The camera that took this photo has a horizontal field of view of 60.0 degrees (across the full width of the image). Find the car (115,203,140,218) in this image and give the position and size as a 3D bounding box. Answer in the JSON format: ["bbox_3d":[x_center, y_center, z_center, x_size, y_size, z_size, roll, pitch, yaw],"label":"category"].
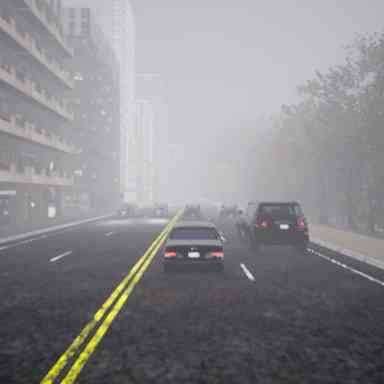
[{"bbox_3d":[-6.606,1.883,34.558,2.128,1.511,4.902,0,-1,0],"label":"car"}]

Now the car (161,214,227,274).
[{"bbox_3d":[0.065,1.671,10.950,2.033,1.411,5.357,0,-1,0],"label":"car"}]

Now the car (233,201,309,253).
[{"bbox_3d":[3.333,1.384,14.669,2.150,2.045,5.566,0,-1,0],"label":"car"}]

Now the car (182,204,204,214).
[{"bbox_3d":[0.081,1.838,30.733,2.128,1.511,4.902,0,-1,0],"label":"car"}]

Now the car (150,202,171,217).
[{"bbox_3d":[-3.355,1.901,36.087,2.128,1.511,4.902,0,-1,0],"label":"car"}]

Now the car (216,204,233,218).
[{"bbox_3d":[3.331,1.838,30.728,2.128,1.511,4.902,0,-1,0],"label":"car"}]
